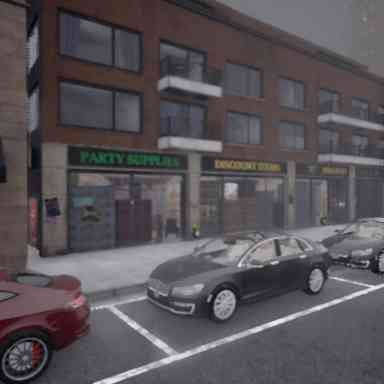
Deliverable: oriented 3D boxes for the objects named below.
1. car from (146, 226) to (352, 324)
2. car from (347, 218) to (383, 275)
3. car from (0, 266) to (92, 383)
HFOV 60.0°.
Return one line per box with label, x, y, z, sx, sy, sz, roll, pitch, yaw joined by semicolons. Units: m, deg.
car;1.166;1.526;7.021;4.403;1.369;2.008;0;0;-36
car;5.658;1.498;10.227;4.403;1.369;2.008;0;0;-36
car;-3.326;1.585;3.815;4.206;1.307;1.802;0;0;-36
